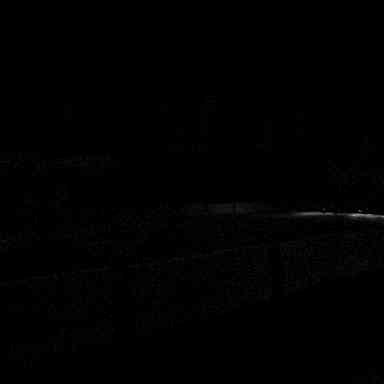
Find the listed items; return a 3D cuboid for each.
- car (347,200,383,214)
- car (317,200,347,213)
[{"bbox_3d":[18.872,1.521,34.640,5.357,1.411,2.033,0,0,-35],"label":"car"},{"bbox_3d":[15.922,1.567,36.835,4.718,1.301,1.895,0,0,-35],"label":"car"}]
